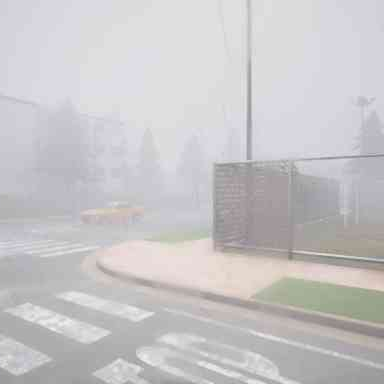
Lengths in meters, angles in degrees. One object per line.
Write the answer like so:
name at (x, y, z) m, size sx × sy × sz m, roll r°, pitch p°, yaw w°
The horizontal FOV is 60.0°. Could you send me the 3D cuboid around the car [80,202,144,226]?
car at (-5.571, 1.473, 23.633) m, size 1.882 × 1.535 × 5.008 m, roll 0°, pitch 0°, yaw 35°
